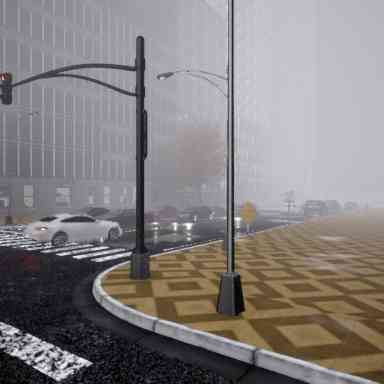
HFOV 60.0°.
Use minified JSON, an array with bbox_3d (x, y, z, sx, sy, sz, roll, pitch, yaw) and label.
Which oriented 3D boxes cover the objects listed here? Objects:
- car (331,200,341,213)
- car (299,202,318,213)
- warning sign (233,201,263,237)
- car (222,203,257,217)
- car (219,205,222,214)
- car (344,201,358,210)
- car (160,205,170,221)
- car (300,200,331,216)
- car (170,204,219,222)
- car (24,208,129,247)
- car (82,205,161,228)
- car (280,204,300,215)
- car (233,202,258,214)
[{"bbox_3d":[22.408,2.267,53.509,2.150,2.045,5.566,0,-1,33],"label":"car"},{"bbox_3d":[19.200,2.506,54.716,1.882,1.535,5.008,0,-1,33],"label":"car"},{"bbox_3d":[3.136,1.454,18.552,1.300,1.860,1.060,1,1,33],"label":"warning sign"},{"bbox_3d":[5.785,2.204,40.093,1.812,1.442,4.674,0,-1,33],"label":"car"},{"bbox_3d":[2.596,2.223,41.160,1.994,1.385,4.181,0,-1,32],"label":"car"},{"bbox_3d":[31.503,2.662,65.686,2.097,1.767,4.553,0,-1,33],"label":"car"},{"bbox_3d":[-2.797,2.007,32.810,1.812,1.442,4.674,0,-1,33],"label":"car"},{"bbox_3d":[16.580,2.077,44.480,2.150,2.045,5.566,0,-1,33],"label":"car"},{"bbox_3d":[0.346,2.003,31.685,1.837,1.490,4.892,0,-1,33],"label":"car"},{"bbox_3d":[-5.636,1.737,16.212,1.812,1.442,4.674,1,-1,41],"label":"car"},{"bbox_3d":[-4.856,1.874,23.628,2.033,1.411,5.357,0,-1,33],"label":"car"},{"bbox_3d":[13.643,2.372,46.025,1.812,1.442,4.674,0,-1,33],"label":"car"},{"bbox_3d":[8.062,2.315,49.542,1.882,1.535,5.008,0,-1,33],"label":"car"}]
